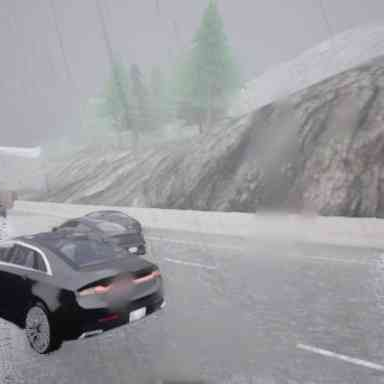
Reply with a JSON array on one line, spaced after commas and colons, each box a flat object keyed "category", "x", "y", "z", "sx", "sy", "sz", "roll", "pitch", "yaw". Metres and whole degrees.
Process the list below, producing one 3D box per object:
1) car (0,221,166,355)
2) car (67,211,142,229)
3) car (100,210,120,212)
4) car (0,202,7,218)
[{"category": "car", "x": -2.682, "y": 1.500, "z": 6.147, "sx": 4.902, "sy": 1.511, "sz": 2.128, "roll": 0, "pitch": 0, "yaw": 38}, {"category": "car", "x": -3.531, "y": 1.543, "z": 11.268, "sx": 4.674, "sy": 1.442, "sz": 1.812, "roll": 0, "pitch": 0, "yaw": 39}, {"category": "car", "x": -4.381, "y": 1.590, "z": 16.528, "sx": 4.181, "sy": 1.385, "sz": 1.994, "roll": 0, "pitch": 0, "yaw": 40}, {"category": "car", "x": -17.854, "y": 1.525, "z": 29.378, "sx": 2.128, "sy": 1.511, "sz": 4.902, "roll": 0, "pitch": 0, "yaw": -44}]
